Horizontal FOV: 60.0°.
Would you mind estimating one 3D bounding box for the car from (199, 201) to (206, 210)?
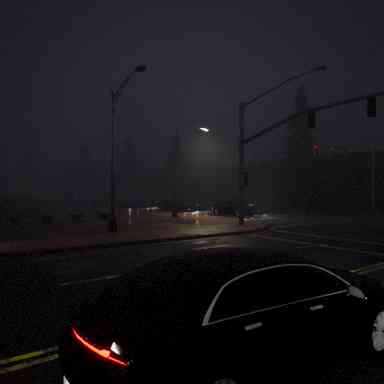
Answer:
[{"bbox_3d":[-0.311,1.505,41.936,1.837,1.490,4.892,0,0,-41],"label":"car"}]

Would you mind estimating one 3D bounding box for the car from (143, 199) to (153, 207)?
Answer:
[{"bbox_3d":[-7.659,1.564,48.762,4.181,1.385,1.994,0,0,35],"label":"car"}]

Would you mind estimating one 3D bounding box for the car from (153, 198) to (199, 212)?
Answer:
[{"bbox_3d":[-1.964,1.547,38.708,2.033,1.411,5.357,0,0,-39],"label":"car"}]

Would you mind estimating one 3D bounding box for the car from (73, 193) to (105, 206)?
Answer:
[{"bbox_3d":[-16.664,1.222,54.051,5.566,2.045,2.150,0,0,20],"label":"car"}]

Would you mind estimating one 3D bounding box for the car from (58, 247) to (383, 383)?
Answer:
[{"bbox_3d":[0.858,1.505,4.408,4.892,1.490,1.837,0,0,-35],"label":"car"}]

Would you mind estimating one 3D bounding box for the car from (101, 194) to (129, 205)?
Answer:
[{"bbox_3d":[-14.034,1.352,60.547,4.553,1.767,2.097,0,0,24],"label":"car"}]

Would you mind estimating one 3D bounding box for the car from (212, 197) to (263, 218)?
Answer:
[{"bbox_3d":[3.840,1.505,30.883,1.837,1.490,4.892,0,0,-36],"label":"car"}]

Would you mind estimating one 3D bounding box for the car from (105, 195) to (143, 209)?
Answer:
[{"bbox_3d":[-9.429,1.526,45.785,4.674,1.442,1.812,0,0,36],"label":"car"}]
